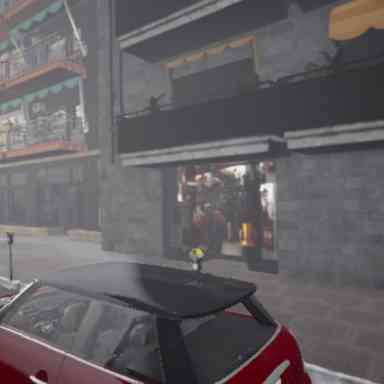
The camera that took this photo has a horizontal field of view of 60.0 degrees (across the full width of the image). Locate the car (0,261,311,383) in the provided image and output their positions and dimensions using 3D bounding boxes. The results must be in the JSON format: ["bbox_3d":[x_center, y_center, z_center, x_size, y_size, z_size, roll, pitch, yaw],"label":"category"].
[{"bbox_3d":[-1.010,1.469,3.456,4.097,1.590,1.967,-1,-1,36],"label":"car"}]
